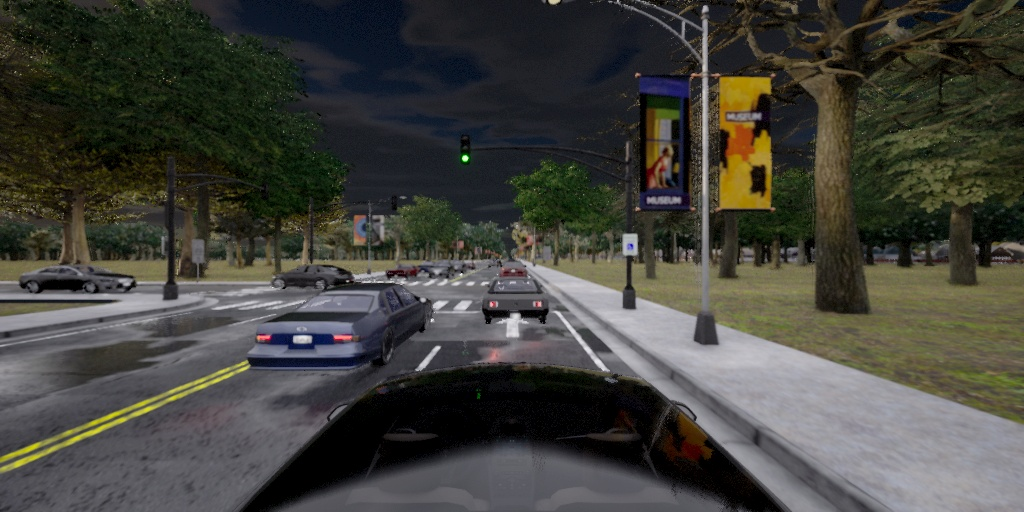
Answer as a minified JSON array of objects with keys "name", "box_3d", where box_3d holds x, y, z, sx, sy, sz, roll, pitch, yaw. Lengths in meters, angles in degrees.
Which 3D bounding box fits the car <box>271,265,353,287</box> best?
[{"name":"car","box_3d":[-11.959,1.272,21.481,4.892,1.490,1.837,0,-2,13]}]

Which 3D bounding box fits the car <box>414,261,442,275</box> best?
[{"name":"car","box_3d":[-9.851,1.344,42.317,2.033,1.411,5.357,0,0,0]}]

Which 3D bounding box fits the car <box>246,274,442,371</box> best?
[{"name":"car","box_3d":[-3.150,1.303,7.898,2.033,1.411,5.357,0,0,0]}]

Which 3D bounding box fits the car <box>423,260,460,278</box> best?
[{"name":"car","box_3d":[-6.601,1.277,34.140,2.128,1.511,4.902,0,0,0]}]

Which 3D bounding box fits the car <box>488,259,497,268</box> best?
[{"name":"car","box_3d":[-3.252,1.386,63.932,2.033,1.411,5.357,0,0,0]}]

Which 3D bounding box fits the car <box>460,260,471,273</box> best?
[{"name":"car","box_3d":[-6.599,1.290,43.476,2.128,1.511,4.902,0,0,0]}]

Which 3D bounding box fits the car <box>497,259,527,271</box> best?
[{"name":"car","box_3d":[0.095,1.130,28.840,2.097,1.767,4.553,0,0,0]}]

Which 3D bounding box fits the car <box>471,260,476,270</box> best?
[{"name":"car","box_3d":[-6.567,1.343,53.712,1.812,1.442,4.674,0,0,0]}]

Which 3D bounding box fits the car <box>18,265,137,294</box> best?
[{"name":"car","box_3d":[-22.943,1.235,19.080,4.902,1.511,2.128,0,0,0]}]

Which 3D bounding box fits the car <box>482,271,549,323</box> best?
[{"name":"car","box_3d":[0.100,1.361,12.082,1.895,1.301,4.718,0,0,0]}]

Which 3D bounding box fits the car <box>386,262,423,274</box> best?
[{"name":"car","box_3d":[-9.853,1.384,32.664,1.895,1.301,4.718,0,0,0]}]
